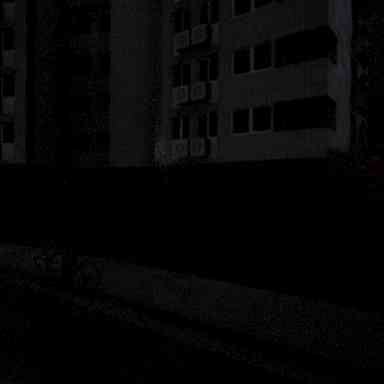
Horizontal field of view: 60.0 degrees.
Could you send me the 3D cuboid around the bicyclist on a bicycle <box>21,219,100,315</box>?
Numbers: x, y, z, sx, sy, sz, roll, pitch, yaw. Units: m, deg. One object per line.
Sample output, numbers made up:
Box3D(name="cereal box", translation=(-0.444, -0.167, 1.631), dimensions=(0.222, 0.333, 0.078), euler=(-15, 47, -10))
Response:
Box3D(name="bicyclist on a bicycle", translation=(-2.398, 1.304, 6.196), dimensions=(0.582, 1.620, 1.656), euler=(1, 5, 35))
